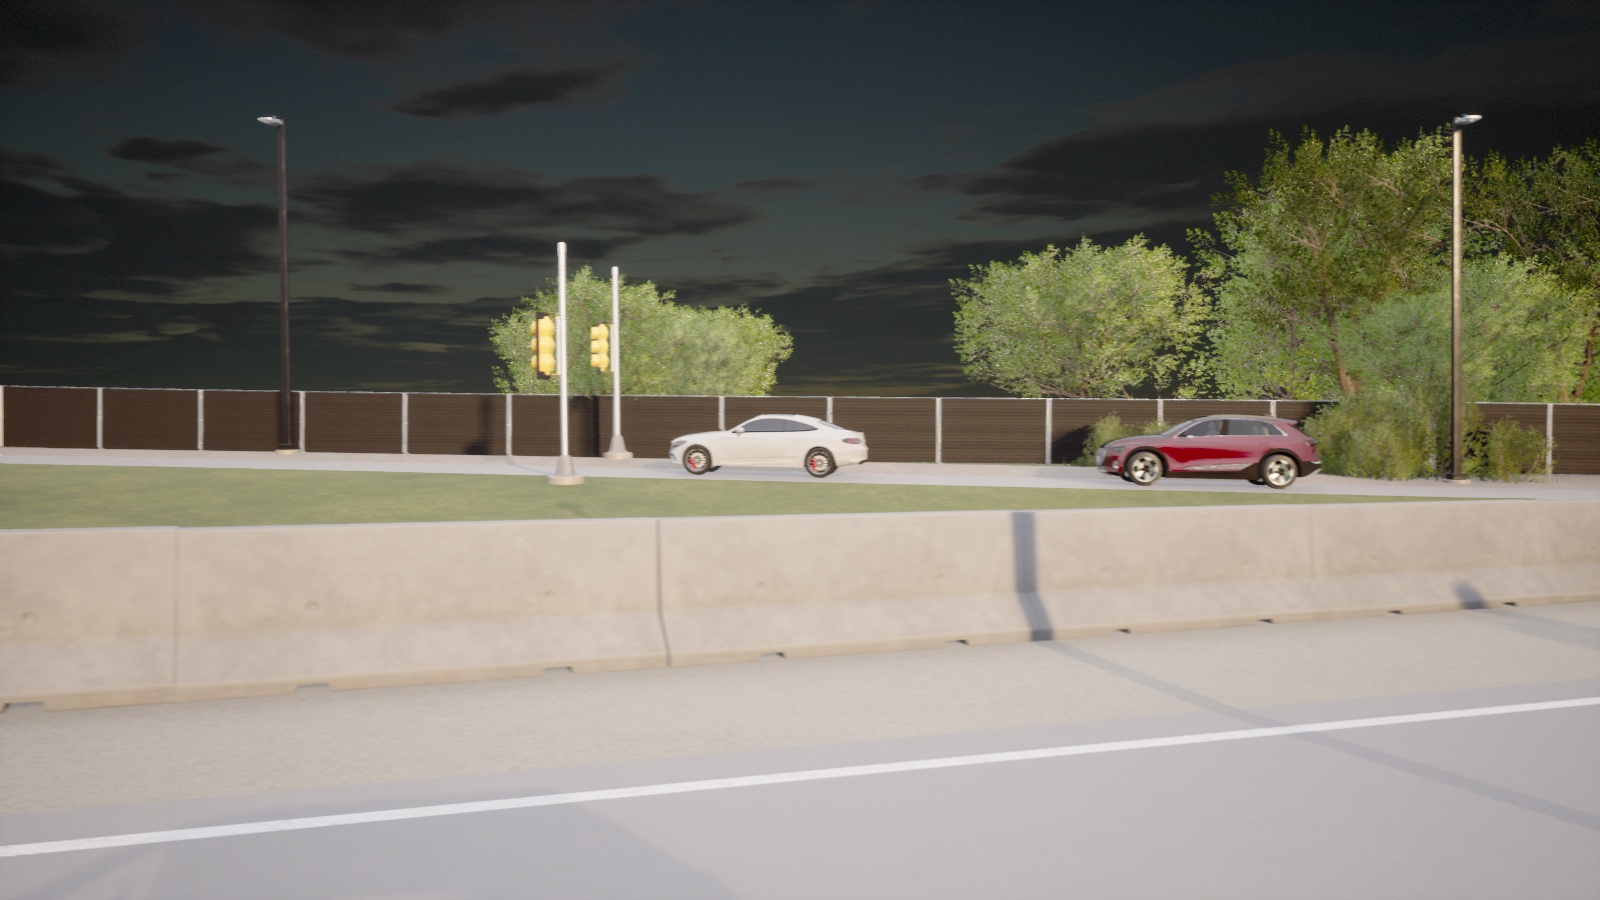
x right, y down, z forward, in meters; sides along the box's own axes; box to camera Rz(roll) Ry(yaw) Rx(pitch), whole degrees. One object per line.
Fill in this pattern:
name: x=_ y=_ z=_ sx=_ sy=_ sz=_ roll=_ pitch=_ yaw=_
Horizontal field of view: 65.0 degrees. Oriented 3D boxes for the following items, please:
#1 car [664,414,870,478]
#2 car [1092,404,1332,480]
car: x=-0.729 y=-0.114 z=29.673 sx=4.674 sy=1.442 sz=1.812 roll=0 pitch=2 yaw=6
car: x=9.267 y=-0.208 z=28.606 sx=4.856 sy=1.649 sz=2.033 roll=0 pitch=2 yaw=6
